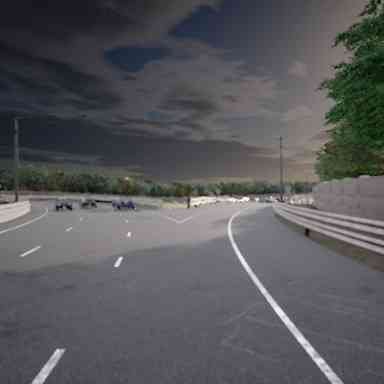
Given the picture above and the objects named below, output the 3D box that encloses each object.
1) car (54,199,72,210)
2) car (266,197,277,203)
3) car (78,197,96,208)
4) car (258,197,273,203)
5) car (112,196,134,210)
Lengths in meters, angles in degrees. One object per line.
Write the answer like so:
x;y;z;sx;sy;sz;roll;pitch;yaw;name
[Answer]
-16.512;1.558;42.498;1.895;1.301;4.718;0;0;-25;car
19.773;2.084;82.889;1.812;1.442;4.674;0;-3;24;car
-14.720;1.437;46.677;1.837;1.490;4.892;0;0;-27;car
15.841;1.778;73.310;2.033;1.411;5.357;0;-2;22;car
-8.750;1.264;41.947;2.097;1.767;4.553;-1;0;-23;car
